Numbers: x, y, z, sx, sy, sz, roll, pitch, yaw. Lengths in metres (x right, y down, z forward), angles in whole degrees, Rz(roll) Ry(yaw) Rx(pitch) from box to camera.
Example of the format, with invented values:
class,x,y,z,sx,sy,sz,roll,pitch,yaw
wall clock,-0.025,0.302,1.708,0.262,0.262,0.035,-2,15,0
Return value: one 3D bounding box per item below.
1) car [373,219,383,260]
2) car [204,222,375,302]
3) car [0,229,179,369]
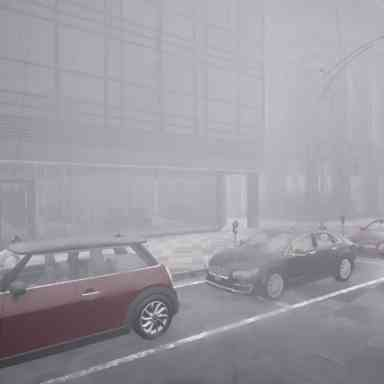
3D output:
class,x,y,z,sx,sy,sz,roll,pitch,yaw
car,6.913,1.580,11.441,4.206,1.307,1.802,0,0,-35
car,2.308,1.550,8.171,4.403,1.369,2.008,0,0,-35
car,-2.298,1.440,4.901,4.097,1.590,1.967,0,0,-35
